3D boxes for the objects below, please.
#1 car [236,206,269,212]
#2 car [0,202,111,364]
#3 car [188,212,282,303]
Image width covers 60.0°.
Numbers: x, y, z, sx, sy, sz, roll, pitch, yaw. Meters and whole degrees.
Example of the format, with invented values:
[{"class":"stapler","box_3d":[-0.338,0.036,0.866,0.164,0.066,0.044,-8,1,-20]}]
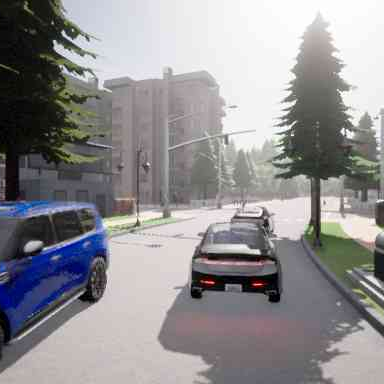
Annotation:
[{"class":"car","box_3d":[3.227,1.491,17.422,2.128,1.511,4.902,0,0,18]},{"class":"car","box_3d":[-3.133,1.221,5.399,2.150,2.045,5.566,0,0,6]},{"class":"car","box_3d":[1.103,1.491,8.314,2.128,1.511,4.902,0,0,9]}]
